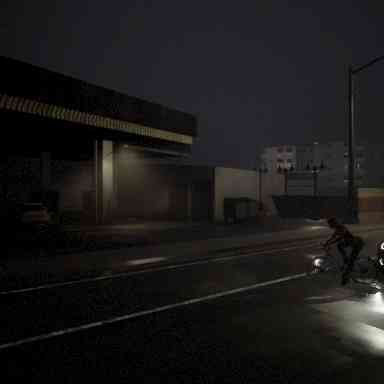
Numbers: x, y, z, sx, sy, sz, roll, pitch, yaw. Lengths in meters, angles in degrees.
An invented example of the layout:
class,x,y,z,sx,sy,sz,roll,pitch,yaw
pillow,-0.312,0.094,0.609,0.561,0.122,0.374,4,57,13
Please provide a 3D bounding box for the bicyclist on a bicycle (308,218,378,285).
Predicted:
class,x,y,z,sx,sy,sz,roll,pitch,yaw
bicyclist on a bicycle,3.664,1.460,8.162,1.656,1.620,0.582,-2,-7,8

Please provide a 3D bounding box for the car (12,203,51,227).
class,x,y,z,sx,sy,sz,roll,pitch,yaw
car,-10.675,1.456,22.009,1.970,1.475,3.806,0,0,-35

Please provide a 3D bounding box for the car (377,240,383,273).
class,x,y,z,sx,sy,sz,roll,pitch,yaw
car,7.037,1.352,9.122,4.553,1.767,2.097,0,0,-36
